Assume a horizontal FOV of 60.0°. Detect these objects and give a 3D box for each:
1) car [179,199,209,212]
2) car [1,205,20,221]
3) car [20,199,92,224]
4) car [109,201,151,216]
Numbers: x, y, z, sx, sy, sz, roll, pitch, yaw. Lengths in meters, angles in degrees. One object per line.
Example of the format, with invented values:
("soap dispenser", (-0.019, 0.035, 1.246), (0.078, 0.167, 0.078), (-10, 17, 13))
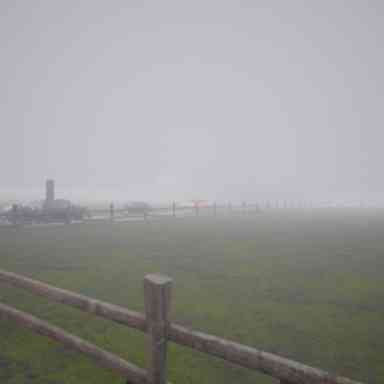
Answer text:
("car", (0.333, 1.698, 43.493), (2.097, 1.767, 4.553), (0, -1, 35))
("car", (-12.177, 1.310, 25.797), (2.097, 1.767, 4.553), (0, -1, 35))
("car", (-9.606, 1.329, 24.360), (2.097, 1.767, 4.553), (0, -1, 35))
("car", (-6.318, 1.631, 34.090), (2.128, 1.511, 4.902), (0, -1, 35))
